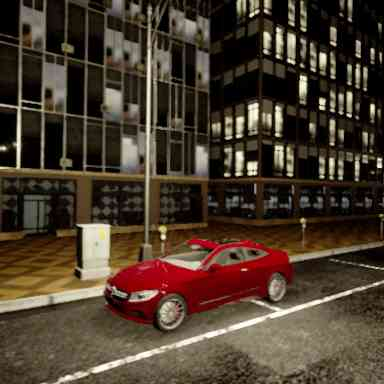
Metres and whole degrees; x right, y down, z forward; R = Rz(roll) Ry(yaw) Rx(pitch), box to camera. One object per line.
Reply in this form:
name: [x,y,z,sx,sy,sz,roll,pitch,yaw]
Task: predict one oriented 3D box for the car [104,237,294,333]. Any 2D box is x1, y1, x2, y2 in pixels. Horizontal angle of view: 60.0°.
car: [0.351,1.624,6.806,4.206,1.307,1.802,1,0,-35]
